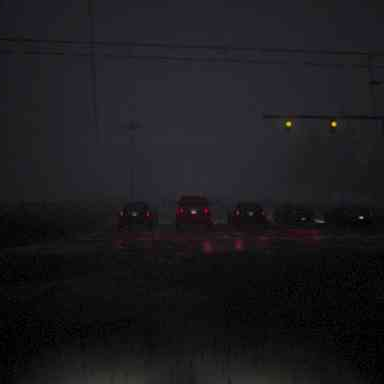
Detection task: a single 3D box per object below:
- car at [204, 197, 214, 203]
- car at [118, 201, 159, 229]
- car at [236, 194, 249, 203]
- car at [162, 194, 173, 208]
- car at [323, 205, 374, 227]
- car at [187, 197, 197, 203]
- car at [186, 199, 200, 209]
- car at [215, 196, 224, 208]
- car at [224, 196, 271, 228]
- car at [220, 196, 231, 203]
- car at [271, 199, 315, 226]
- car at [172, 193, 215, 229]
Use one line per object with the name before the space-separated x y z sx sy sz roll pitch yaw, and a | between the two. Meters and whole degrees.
car | 3.507 1.621 69.233 1.895 1.301 4.718 0 0 0
car | -3.399 1.360 21.885 2.097 1.767 4.553 0 0 0
car | 10.508 1.380 69.188 2.097 1.767 4.553 0 0 0
car | -3.396 1.496 49.176 1.882 1.535 5.008 0 0 0
car | 10.602 1.571 22.829 1.994 1.385 4.181 0 0 0
car | 0.008 1.621 69.198 1.895 1.301 4.718 0 0 0
car | 0.105 1.617 46.135 1.895 1.301 4.718 0 0 0
car | 3.603 1.522 47.624 1.837 1.490 4.892 0 0 0
car | 3.601 1.360 22.476 2.097 1.767 4.553 0 0 0
car | 7.008 1.525 69.258 1.837 1.490 4.892 0 0 0
car | 7.101 1.500 23.593 2.128 1.511 4.902 0 0 0
car | 0.100 1.229 21.613 2.150 2.045 5.566 0 0 0
